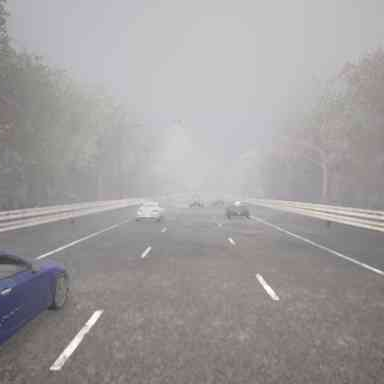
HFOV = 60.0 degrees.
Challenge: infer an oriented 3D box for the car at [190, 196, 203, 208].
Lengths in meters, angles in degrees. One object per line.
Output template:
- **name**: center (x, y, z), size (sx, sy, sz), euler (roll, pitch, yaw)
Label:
- **car**: center (0.650, 1.587, 47.056), size (1.895, 1.301, 4.718), euler (0, 0, 1)

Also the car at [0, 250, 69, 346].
- **car**: center (-3.385, 1.525, 4.788), size (1.812, 1.442, 4.674), euler (0, 0, 0)

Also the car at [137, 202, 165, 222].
- **car**: center (-3.216, 1.521, 26.428), size (1.812, 1.442, 4.674), euler (0, 0, 1)

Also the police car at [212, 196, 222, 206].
- **police car**: center (4.197, 1.486, 53.168), size (2.038, 1.542, 4.974), euler (0, 0, 2)

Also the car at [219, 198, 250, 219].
- **car**: center (3.779, 1.487, 28.716), size (2.128, 1.511, 4.902), euler (0, 0, 1)
